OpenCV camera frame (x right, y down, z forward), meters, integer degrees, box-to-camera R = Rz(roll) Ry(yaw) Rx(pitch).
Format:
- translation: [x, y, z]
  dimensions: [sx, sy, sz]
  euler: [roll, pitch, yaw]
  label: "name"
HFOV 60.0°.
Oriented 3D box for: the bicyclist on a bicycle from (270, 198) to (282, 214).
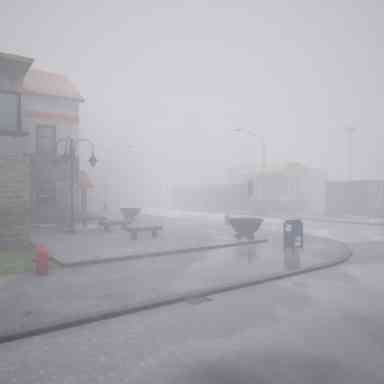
- translation: [8.091, 1.349, 32.036]
  dimensions: [1.656, 1.620, 0.582]
  euler: [0, 0, -35]
  label: "bicyclist on a bicycle"
